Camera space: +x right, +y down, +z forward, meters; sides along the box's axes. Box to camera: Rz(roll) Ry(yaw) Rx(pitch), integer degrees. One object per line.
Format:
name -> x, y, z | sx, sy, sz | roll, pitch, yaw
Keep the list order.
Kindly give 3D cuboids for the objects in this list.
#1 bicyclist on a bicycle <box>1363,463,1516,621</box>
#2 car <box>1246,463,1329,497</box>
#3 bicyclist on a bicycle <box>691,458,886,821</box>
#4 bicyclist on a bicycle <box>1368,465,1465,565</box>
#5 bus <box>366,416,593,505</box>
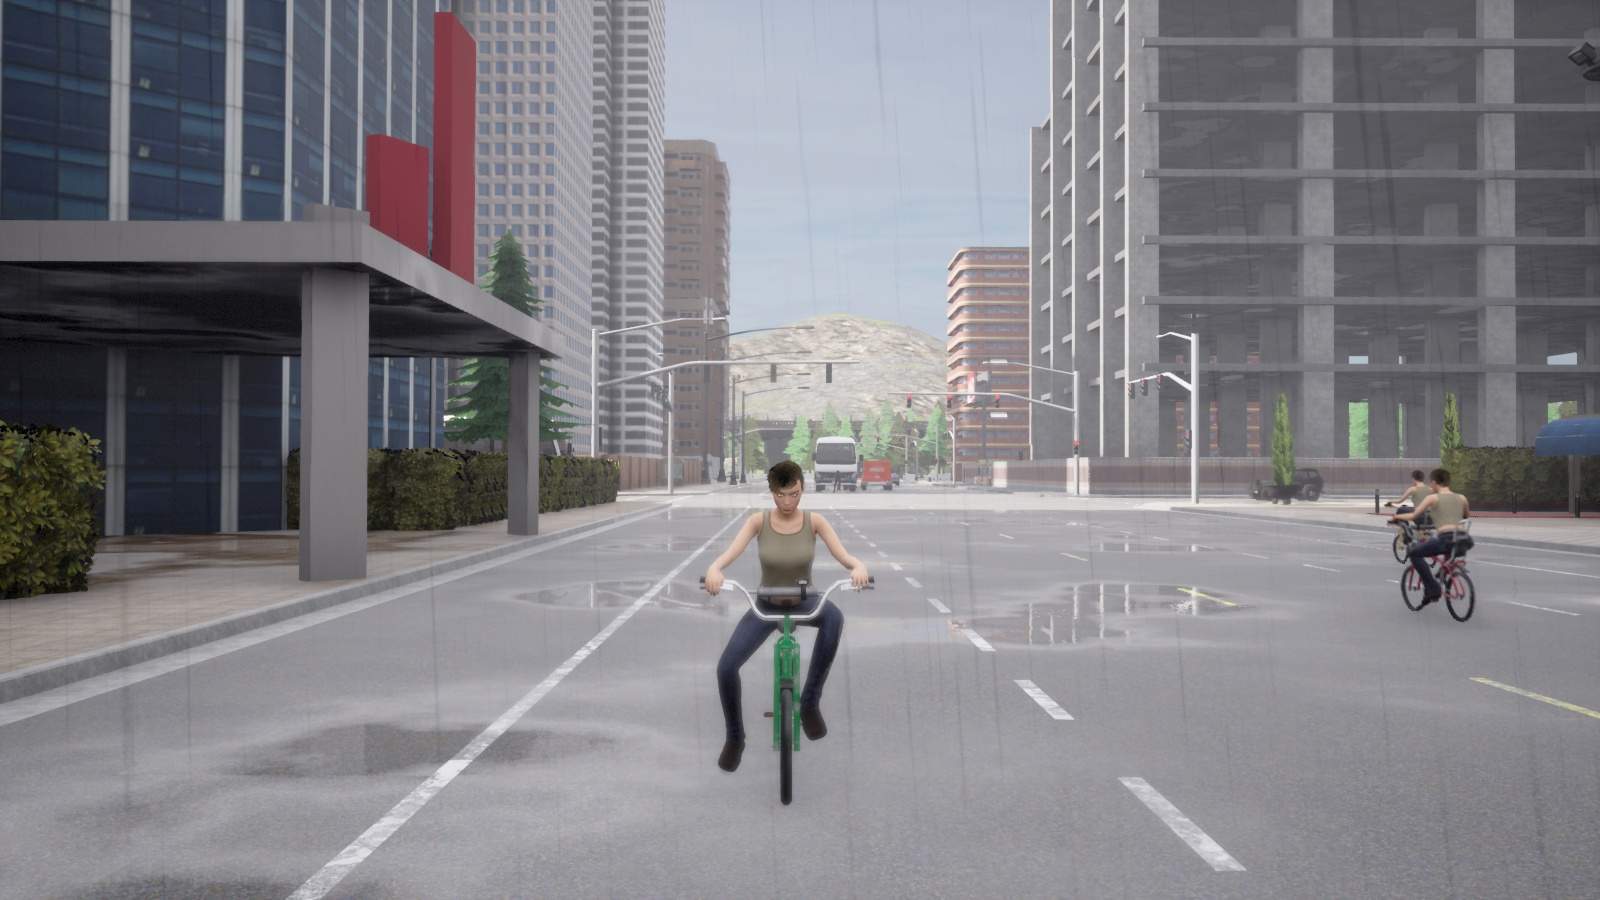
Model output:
bicyclist on a bicycle -> 6.896, 0.952, 13.632 | 0.866, 1.612, 1.509 | 0, -1, -1
car -> 26.984, 1.669, 69.556 | 3.866, 1.878, 1.905 | 0, -1, 0
bicyclist on a bicycle -> -0.061, 0.858, 6.372 | 0.866, 1.612, 1.509 | 0, -1, -1
bicyclist on a bicycle -> 10.331, 1.063, 21.105 | 0.866, 1.612, 1.509 | 0, -1, 0
bus -> -15.772, 0.549, 62.540 | 10.273, 4.253, 3.944 | 0, -1, 0
